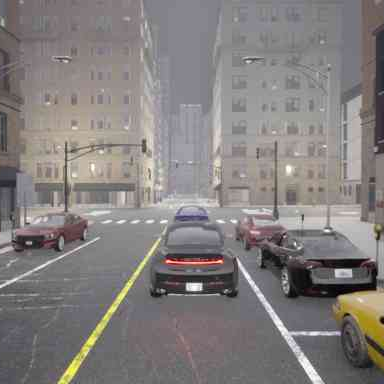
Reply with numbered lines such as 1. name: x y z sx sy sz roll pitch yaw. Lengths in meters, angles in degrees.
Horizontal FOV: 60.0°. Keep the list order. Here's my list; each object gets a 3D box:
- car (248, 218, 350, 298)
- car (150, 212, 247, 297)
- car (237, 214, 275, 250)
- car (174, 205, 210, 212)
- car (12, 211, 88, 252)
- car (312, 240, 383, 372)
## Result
1. car: 2.845 1.564 8.328 1.947 1.339 4.313 -1 0 0
2. car: 0.048 1.503 8.557 1.837 1.490 4.892 0 0 0
3. car: 2.832 1.579 13.914 1.802 1.307 4.206 -1 0 0
4. car: -0.009 1.474 18.507 1.882 1.535 5.008 0 0 0
5. car: -5.713 1.542 13.891 1.887 1.381 4.507 -1 0 0
6. car: 2.857 1.525 2.912 1.752 1.417 4.829 -1 0 0
